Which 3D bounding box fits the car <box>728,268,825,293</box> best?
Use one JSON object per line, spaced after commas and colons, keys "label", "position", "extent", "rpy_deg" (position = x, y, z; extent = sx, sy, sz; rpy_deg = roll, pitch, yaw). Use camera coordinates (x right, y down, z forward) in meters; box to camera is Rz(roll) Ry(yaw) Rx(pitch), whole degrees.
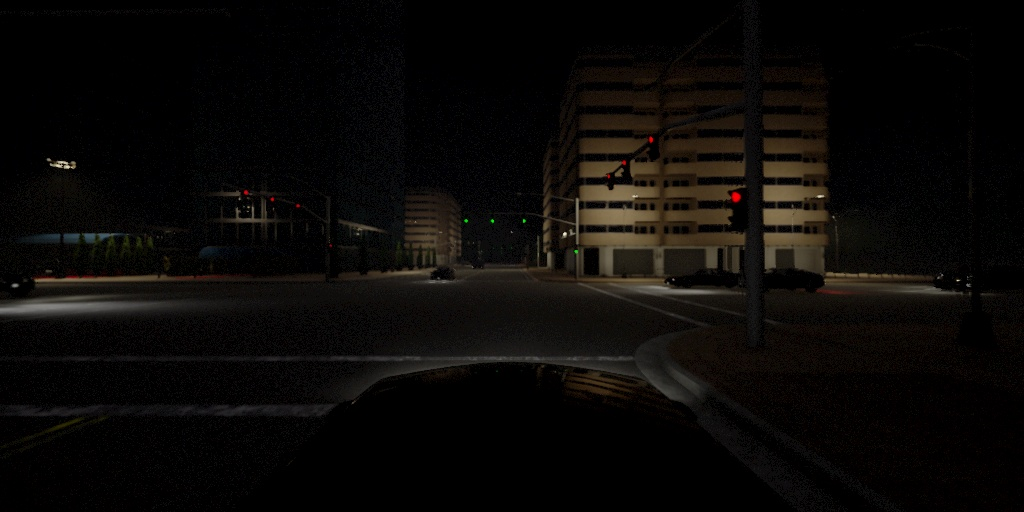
{"label": "car", "position": [16.949, 1.501, 22.772], "extent": [4.902, 1.511, 2.128], "rpy_deg": [0, -1, -1]}

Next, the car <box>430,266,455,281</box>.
{"label": "car", "position": [-7.018, 1.762, 36.837], "extent": [2.033, 1.411, 5.357], "rpy_deg": [0, 0, 0]}

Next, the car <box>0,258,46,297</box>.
{"label": "car", "position": [-28.575, 1.179, 18.602], "extent": [5.566, 2.045, 2.150], "rpy_deg": [0, -1, -1]}

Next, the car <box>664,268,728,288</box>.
{"label": "car", "position": [14.096, 1.599, 26.207], "extent": [5.357, 1.411, 2.033], "rpy_deg": [0, -1, 2]}

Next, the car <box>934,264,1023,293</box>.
{"label": "car", "position": [30.132, 1.363, 22.883], "extent": [4.553, 1.767, 2.097], "rpy_deg": [0, -1, 0]}

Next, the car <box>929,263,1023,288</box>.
{"label": "car", "position": [34.211, 1.406, 26.397], "extent": [4.553, 1.767, 2.097], "rpy_deg": [0, -1, 0]}
